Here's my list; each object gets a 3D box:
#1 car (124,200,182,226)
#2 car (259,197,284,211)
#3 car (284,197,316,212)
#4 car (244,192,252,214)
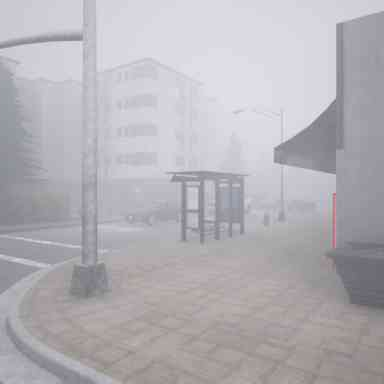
[{"bbox_3d":[-2.342,1.328,22.191,1.837,1.490,4.892,0,0,36],"label":"car"},{"bbox_3d":[9.488,1.301,38.587,1.882,1.535,5.008,0,0,36],"label":"car"},{"bbox_3d":[11.845,1.328,35.606,1.837,1.490,4.892,0,0,36],"label":"car"},{"bbox_3d":[3.544,1.045,30.373,2.150,2.045,5.566,0,0,36],"label":"car"}]
